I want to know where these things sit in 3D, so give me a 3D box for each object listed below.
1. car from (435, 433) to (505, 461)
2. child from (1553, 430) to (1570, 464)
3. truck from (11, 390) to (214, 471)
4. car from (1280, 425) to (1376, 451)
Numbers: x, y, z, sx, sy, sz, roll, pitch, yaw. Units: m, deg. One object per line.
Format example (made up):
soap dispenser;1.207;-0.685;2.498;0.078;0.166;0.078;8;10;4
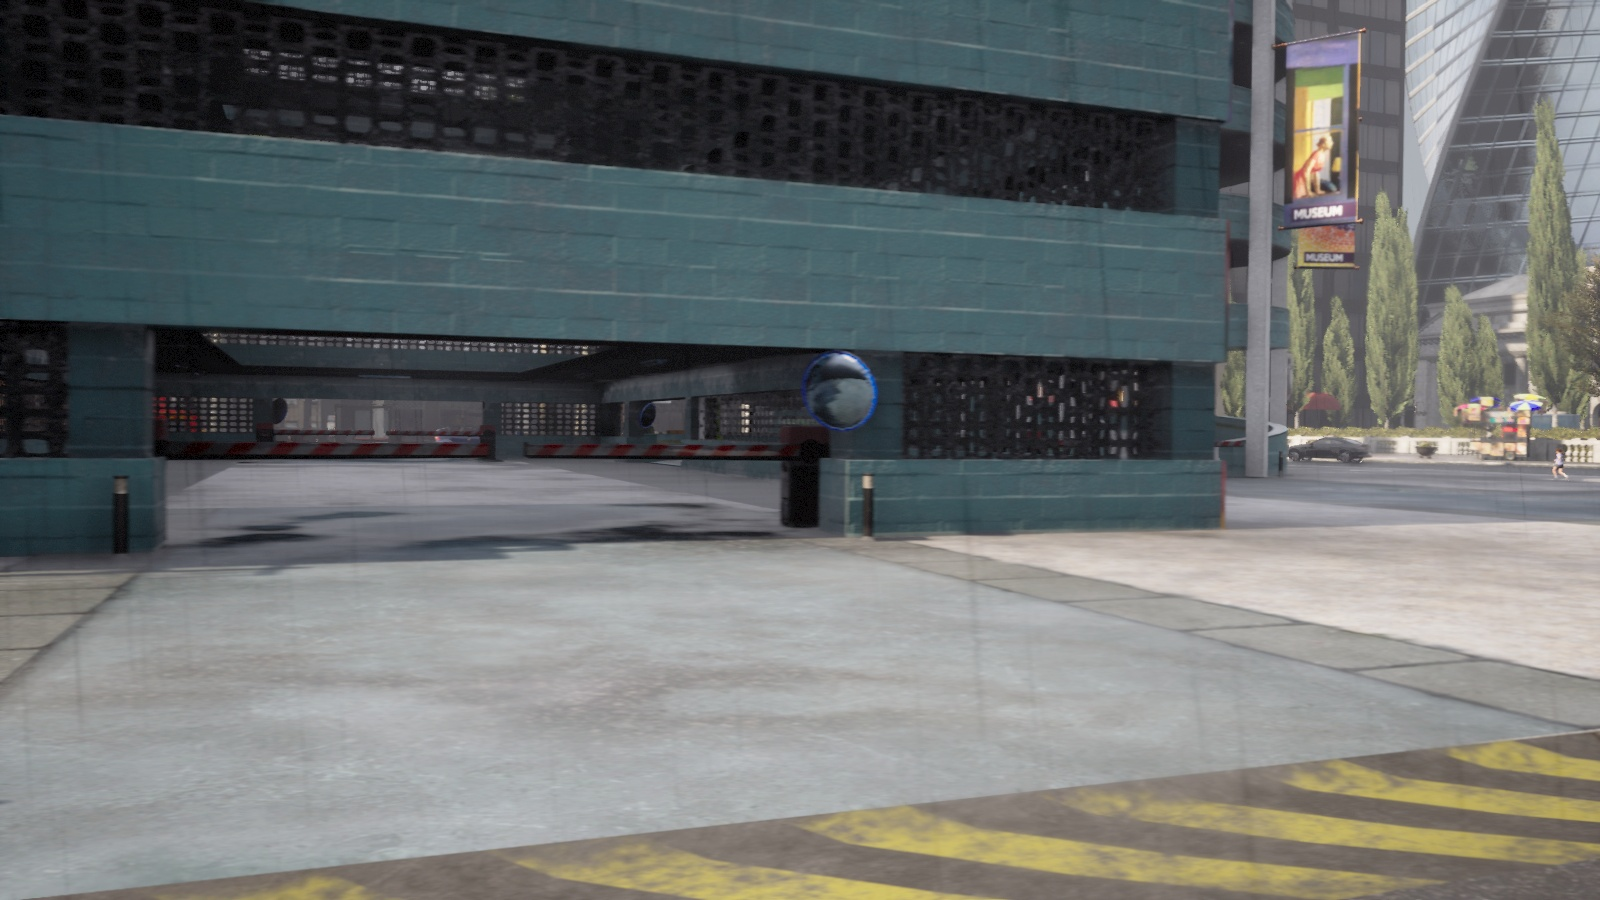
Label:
car;-18.863;-0.187;71.773;3.705;1.549;1.789;-1;1;-21
child;24.894;-0.102;41.047;0.255;1.110;0.394;-1;1;-23
truck;-33.851;-1.014;62.264;8.468;3.827;2.891;-1;1;-21
car;30.069;-0.666;71.588;4.674;1.442;1.812;0;1;44
